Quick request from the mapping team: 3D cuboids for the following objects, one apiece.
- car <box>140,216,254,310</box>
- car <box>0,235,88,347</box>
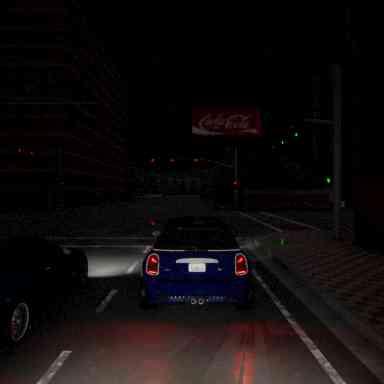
[{"bbox_3d":[0.085,1.352,7.977,2.097,1.767,4.553,0,0,0],"label":"car"},{"bbox_3d":[-3.420,1.526,6.181,1.812,1.442,4.674,0,0,0],"label":"car"}]
